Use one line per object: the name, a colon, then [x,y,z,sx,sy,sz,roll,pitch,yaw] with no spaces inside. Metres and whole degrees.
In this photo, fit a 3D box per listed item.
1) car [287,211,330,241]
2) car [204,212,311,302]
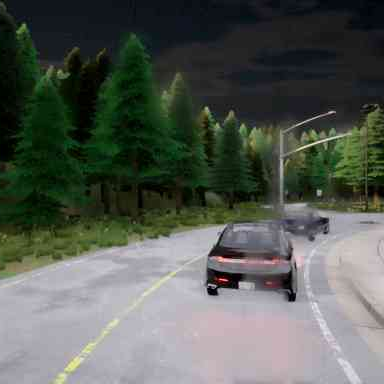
car: [5.572,1.601,16.836,1.895,1.301,4.718,0,0,34]
car: [1.588,1.492,8.400,2.128,1.511,4.902,0,0,14]
